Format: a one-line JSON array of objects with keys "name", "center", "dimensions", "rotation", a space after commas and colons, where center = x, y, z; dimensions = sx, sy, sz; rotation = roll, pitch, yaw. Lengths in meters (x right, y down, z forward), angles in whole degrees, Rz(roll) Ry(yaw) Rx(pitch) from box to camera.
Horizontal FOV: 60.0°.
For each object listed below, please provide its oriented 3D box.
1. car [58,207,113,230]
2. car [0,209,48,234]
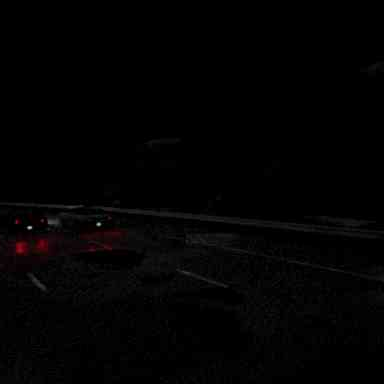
[{"name": "car", "center": [-6.866, 1.599, 21.108], "dimensions": [1.895, 1.301, 4.718], "rotation": [-1, 0, -39]}, {"name": "car", "center": [-10.169, 1.633, 19.597], "dimensions": [1.895, 1.301, 4.718], "rotation": [-1, 0, -40]}]
